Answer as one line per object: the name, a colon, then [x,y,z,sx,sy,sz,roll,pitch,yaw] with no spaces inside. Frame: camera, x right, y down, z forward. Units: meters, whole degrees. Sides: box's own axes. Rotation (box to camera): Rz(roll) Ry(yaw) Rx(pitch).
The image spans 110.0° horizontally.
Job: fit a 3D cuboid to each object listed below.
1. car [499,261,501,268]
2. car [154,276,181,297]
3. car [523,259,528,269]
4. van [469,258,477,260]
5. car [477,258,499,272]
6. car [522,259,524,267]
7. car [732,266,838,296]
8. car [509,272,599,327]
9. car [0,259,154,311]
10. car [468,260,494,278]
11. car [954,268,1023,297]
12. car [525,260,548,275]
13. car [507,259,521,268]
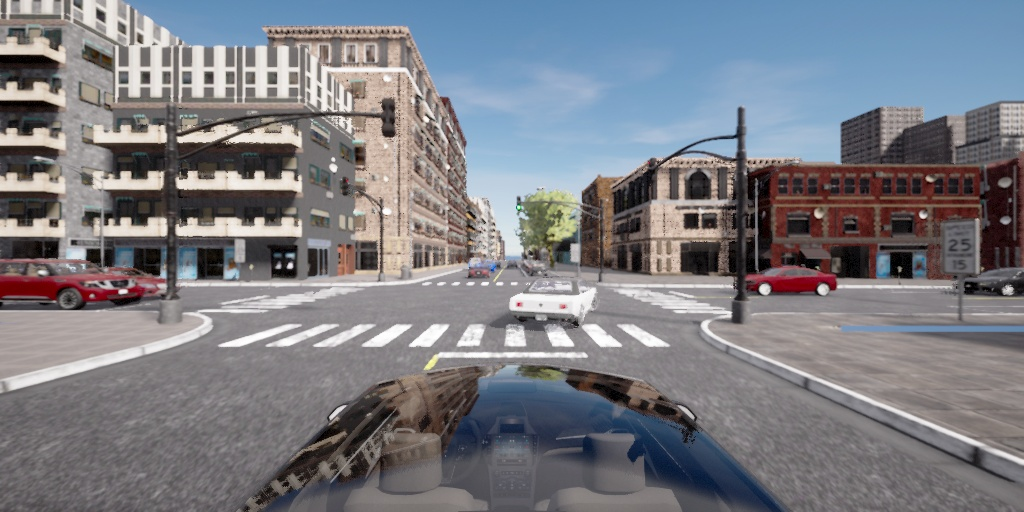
car: [-2.943,1.394,63.393,2.128,1.511,4.902,0,0,0]
car: [-17.779,1.240,16.172,4.674,1.442,1.812,0,0,0]
car: [2.735,1.278,42.980,1.967,1.591,4.097,0,0,0]
van: [-5.633,1.213,54.384,1.690,1.789,3.998,0,0,0]
car: [-3.035,1.321,44.707,1.882,1.535,5.008,0,0,0]
car: [2.741,1.295,48.676,1.967,1.591,4.097,0,0,0]
car: [14.762,1.323,19.570,5.008,1.535,1.882,0,0,0]
car: [1.593,1.364,11.704,1.895,1.301,4.718,0,0,21]
car: [-17.263,1.028,13.586,5.009,1.841,2.192,0,0,0]
car: [-3.047,1.378,34.237,1.994,1.385,4.181,0,0,0]
car: [27.392,1.407,19.644,4.892,1.490,1.837,0,0,0]
car: [2.729,1.373,37.283,2.007,1.370,4.403,0,0,0]
car: [0.067,1.450,63.641,2.033,1.411,5.357,0,0,0]
